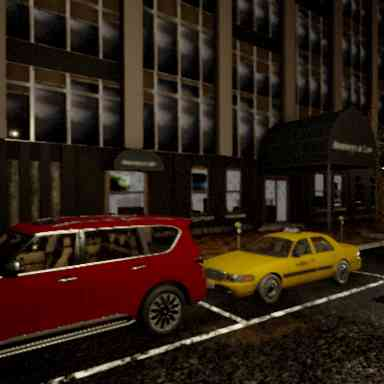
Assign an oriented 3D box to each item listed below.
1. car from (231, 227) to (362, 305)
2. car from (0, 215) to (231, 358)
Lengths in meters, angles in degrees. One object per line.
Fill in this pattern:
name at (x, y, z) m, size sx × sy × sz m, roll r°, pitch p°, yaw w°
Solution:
car at (2.313, 1.591, 8.230) m, size 4.829 × 1.417 × 1.752 m, roll 1°, pitch -1°, yaw -36°
car at (-2.053, 1.327, 5.115) m, size 5.009 × 1.841 × 2.192 m, roll 1°, pitch -1°, yaw -36°
